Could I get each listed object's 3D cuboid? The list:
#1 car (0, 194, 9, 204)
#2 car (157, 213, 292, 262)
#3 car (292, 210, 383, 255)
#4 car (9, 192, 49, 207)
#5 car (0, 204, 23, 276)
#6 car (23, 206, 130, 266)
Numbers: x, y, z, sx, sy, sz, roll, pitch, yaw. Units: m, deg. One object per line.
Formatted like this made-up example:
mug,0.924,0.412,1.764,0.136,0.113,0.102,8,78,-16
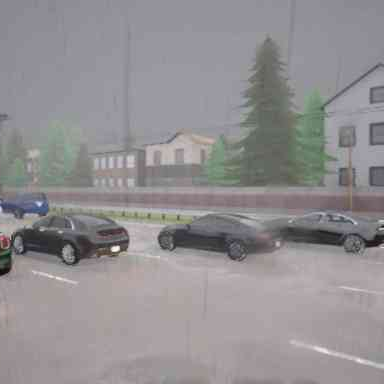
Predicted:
car,-15.788,1.029,23.864,5.566,2.045,2.150,1,0,36
car,0.875,1.481,11.952,4.674,1.442,1.812,1,0,35
car,5.103,1.466,13.249,4.902,1.511,2.128,0,0,36
car,-13.715,1.029,26.684,5.566,2.045,2.150,1,0,36
car,-6.793,1.276,8.842,4.553,1.767,2.097,1,0,36
car,-4.249,1.433,11.327,4.892,1.490,1.837,1,0,36
